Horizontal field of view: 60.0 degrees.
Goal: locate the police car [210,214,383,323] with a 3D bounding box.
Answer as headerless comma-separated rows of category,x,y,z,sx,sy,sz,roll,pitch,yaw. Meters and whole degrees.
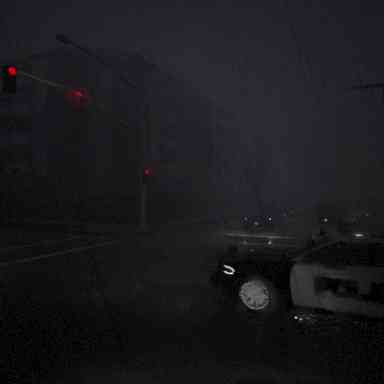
police car,2.902,1.424,6.219,5.238,1.638,1.930,0,0,27

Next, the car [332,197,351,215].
car,13.588,1.473,31.238,1.882,1.535,5.008,0,0,30

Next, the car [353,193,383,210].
car,22.881,1.208,43.038,5.566,2.045,2.150,-1,1,-42

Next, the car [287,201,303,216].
car,8.766,1.543,29.776,2.033,1.411,5.357,0,0,26

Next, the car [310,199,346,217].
car,9.331,1.502,22.817,1.837,1.490,4.892,0,0,25

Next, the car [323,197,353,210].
car,19.642,1.499,44.668,4.892,1.490,1.837,0,0,-42

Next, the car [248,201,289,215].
car,4.625,1.523,20.998,1.812,1.442,4.674,0,0,25
